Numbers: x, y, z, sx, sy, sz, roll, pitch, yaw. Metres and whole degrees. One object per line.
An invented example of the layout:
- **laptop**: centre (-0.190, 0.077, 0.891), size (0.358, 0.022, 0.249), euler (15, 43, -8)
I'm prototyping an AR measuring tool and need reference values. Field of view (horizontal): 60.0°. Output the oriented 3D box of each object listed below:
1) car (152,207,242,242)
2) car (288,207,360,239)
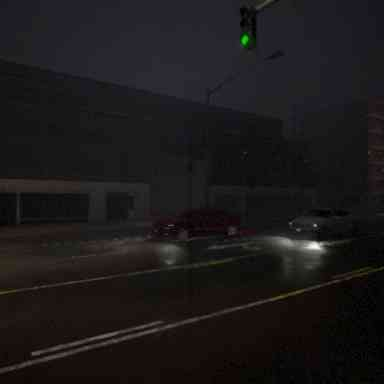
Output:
- **car**: centre (0.343, 1.542, 17.135), size (5.008, 1.535, 1.882), euler (0, 0, -35)
- **car**: centre (7.090, 1.550, 17.629), size (4.674, 1.442, 1.812), euler (-1, 0, -36)
